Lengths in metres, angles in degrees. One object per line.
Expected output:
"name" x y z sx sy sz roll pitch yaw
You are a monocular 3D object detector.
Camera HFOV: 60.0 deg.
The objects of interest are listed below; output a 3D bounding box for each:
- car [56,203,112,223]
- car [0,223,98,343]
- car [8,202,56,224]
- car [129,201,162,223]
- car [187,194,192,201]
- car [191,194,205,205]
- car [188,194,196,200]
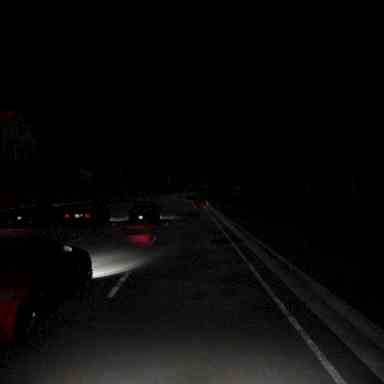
"car" -6.905 1.480 22.462 2.033 1.411 5.357 0 0 0
"car" -3.401 1.544 6.395 1.994 1.385 4.181 0 0 0
"car" -10.406 1.410 22.541 1.882 1.535 5.008 0 0 0
"car" -3.406 1.431 24.578 1.837 1.490 4.892 0 0 0
"car" -0.015 1.154 70.318 2.128 1.511 4.902 0 0 0
"car" 1.212 1.295 53.583 1.801 1.575 5.366 0 0 0
"car" -0.019 1.216 86.001 1.994 1.385 4.181 0 0 0
